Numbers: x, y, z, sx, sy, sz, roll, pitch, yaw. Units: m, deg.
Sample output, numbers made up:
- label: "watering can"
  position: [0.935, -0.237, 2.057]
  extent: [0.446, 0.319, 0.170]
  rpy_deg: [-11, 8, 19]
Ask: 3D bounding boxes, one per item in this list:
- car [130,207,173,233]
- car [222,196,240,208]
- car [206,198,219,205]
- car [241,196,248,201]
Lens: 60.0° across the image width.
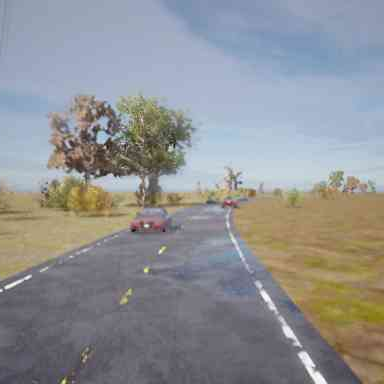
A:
- label: "car"
  position: [-2.309, 1.615, 19.843]
  extent: [1.994, 1.385, 4.181]
  rpy_deg: [0, 0, 4]
- label: "car"
  position: [5.694, 1.483, 50.472]
  extent: [2.097, 1.767, 4.553]
  rpy_deg: [0, 0, 10]
- label: "car"
  position: [3.776, 1.750, 61.422]
  extent: [1.895, 1.301, 4.718]
  rpy_deg: [0, 0, 13]
- label: "car"
  position: [13.066, 1.609, 84.875]
  extent: [2.033, 1.411, 5.357]
  rpy_deg: [0, 0, 18]
